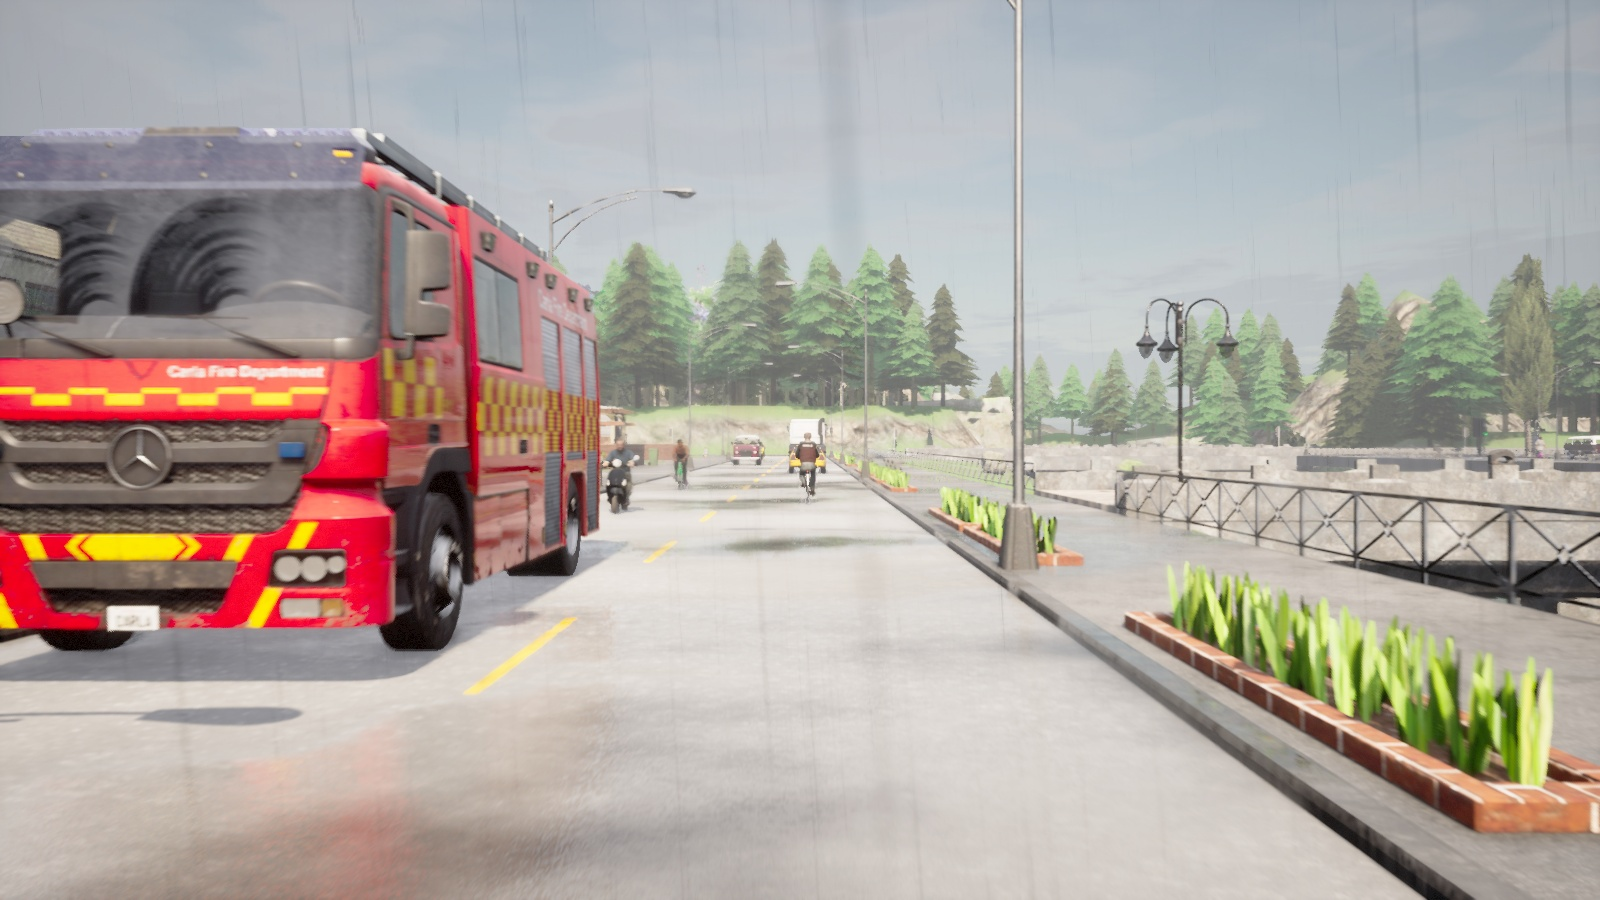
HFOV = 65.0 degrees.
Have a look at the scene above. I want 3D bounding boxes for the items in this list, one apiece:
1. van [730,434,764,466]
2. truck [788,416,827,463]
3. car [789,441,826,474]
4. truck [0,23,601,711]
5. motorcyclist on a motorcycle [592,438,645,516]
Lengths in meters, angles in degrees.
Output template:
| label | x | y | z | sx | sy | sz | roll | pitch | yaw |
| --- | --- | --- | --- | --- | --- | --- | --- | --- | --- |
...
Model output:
| label | x | y | z | sx | sy | sz | roll | pitch | yaw |
| --- | --- | --- | --- | --- | --- | --- | --- | --- | --- |
| van | -3.513 | -0.004 | 83.565 | 2.069 | 2.038 | 4.480 | 0 | 0 | 0 |
| truck | 0.561 | -0.780 | 96.649 | 2.891 | 3.462 | 7.936 | 0 | 0 | 0 |
| car | 0.370 | 0.331 | 62.898 | 1.801 | 1.575 | 5.366 | 0 | 0 | 0 |
| truck | -3.921 | -0.485 | 11.239 | 2.891 | 3.827 | 8.468 | 0 | 0 | 0 |
| motorcyclist on a motorcycle | -3.833 | 0.547 | 26.641 | 0.866 | 1.590 | 1.817 | 0 | 0 | 0 |
